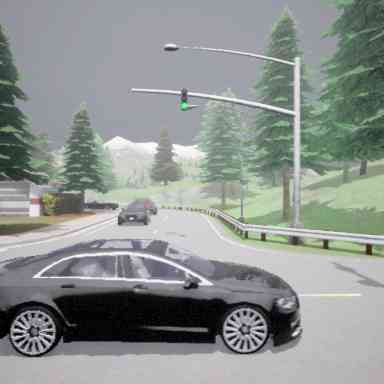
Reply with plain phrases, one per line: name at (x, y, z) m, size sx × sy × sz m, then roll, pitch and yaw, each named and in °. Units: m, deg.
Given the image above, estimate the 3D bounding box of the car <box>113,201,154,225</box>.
car at (-4.075, 1.572, 23.919) m, size 1.994 × 1.385 × 4.181 m, roll 0°, pitch 0°, yaw -2°

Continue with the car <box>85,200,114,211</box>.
car at (-11.543, 1.622, 41.422) m, size 4.718 × 1.301 × 1.895 m, roll 0°, pitch 0°, yaw 14°

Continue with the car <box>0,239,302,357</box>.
car at (-0.768, 1.555, 5.422) m, size 4.902 × 1.511 × 2.128 m, roll 1°, pitch 0°, yaw -1°

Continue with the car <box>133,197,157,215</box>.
car at (-4.942, 1.364, 33.707) m, size 2.097 × 1.767 × 4.553 m, roll 0°, pitch 0°, yaw -19°
